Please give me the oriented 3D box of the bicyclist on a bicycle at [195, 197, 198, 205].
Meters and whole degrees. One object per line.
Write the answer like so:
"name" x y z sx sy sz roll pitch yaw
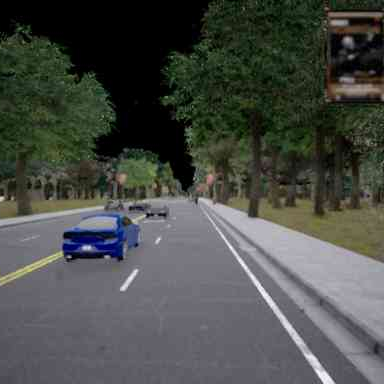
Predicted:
"bicyclist on a bicycle" 0.895 1.826 66.708 0.582 1.620 1.656 0 -1 0

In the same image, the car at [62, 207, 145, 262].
"car" -3.151 1.540 12.455 1.882 1.535 5.008 0 0 0

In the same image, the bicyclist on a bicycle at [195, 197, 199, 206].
"bicyclist on a bicycle" 0.895 1.773 57.710 0.582 1.620 1.656 0 -1 0

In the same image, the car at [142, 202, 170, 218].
"car" -3.152 1.766 31.349 1.895 1.301 4.718 0 0 0

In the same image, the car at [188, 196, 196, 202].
"car" -0.001 1.895 84.286 2.033 1.411 5.357 0 0 0

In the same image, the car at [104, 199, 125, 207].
"car" -9.838 1.734 42.338 1.837 1.490 4.892 0 0 0

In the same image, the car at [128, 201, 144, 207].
"car" -6.588 1.823 41.054 1.895 1.301 4.718 0 0 0
